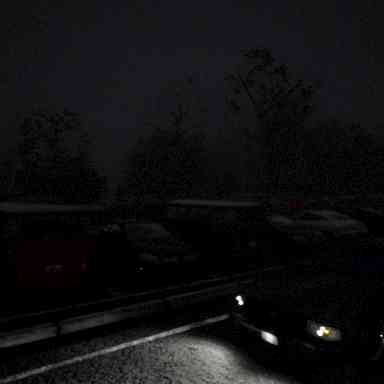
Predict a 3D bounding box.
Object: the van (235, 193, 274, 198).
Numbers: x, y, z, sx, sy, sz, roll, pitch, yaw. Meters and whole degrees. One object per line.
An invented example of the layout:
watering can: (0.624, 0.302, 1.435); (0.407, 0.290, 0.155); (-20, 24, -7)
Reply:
van: (4.836, 1.129, 30.004); (1.878, 1.987, 4.442); (-1, 0, -35)

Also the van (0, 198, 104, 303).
van: (-3.980, 1.249, 8.329); (1.878, 1.987, 4.442); (0, 0, -35)

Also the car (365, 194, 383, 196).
car: (14.517, 1.068, 21.352); (2.435, 2.045, 5.566); (-1, 1, -35)

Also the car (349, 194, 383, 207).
car: (23.328, 1.073, 42.980); (2.097, 1.535, 5.008); (-1, 1, -35)

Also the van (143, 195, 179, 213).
van: (-1.936, 1.235, 24.910); (1.878, 1.987, 4.442); (-1, 1, -35)

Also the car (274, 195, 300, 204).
car: (7.206, 1.321, 31.549); (2.231, 1.521, 4.892); (-1, 1, -35)

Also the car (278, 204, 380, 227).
car: (5.323, 1.500, 14.786); (2.002, 1.452, 4.674); (-1, 1, -35)

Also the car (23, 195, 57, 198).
car: (-9.012, 1.238, 20.001); (2.435, 2.045, 5.566); (0, 0, -35)

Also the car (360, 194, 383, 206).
car: (25.631, 1.037, 44.615); (2.097, 1.535, 5.008); (-1, 1, -35)

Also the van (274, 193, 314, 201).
van: (9.445, 1.058, 33.272); (1.878, 1.987, 4.442); (-1, 1, -35)

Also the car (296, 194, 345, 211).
car: (13.996, 1.090, 36.399); (2.185, 1.767, 4.553); (-1, 1, -35)

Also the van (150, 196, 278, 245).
van: (0.530, 1.274, 11.530); (1.878, 1.987, 4.442); (0, 0, -35)

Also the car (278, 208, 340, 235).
car: (3.008, 1.531, 13.150); (2.002, 1.452, 4.674); (-1, 1, -35)

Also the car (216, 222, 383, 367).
car: (3.191, 1.536, 5.954); (5.357, 1.411, 2.033); (0, 0, -35)

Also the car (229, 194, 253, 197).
car: (2.520, 1.266, 28.178); (2.185, 1.767, 4.553); (-1, 1, -35)

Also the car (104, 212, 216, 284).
car: (-1.611, 1.530, 9.870); (2.002, 1.452, 4.674); (0, 0, -35)

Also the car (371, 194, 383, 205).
car: (27.933, 1.003, 46.250); (2.231, 1.521, 4.892); (-1, 1, -35)

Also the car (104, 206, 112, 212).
car: (-6.714, 1.500, 21.660); (2.097, 1.535, 5.008); (1, 0, -35)

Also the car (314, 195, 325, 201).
car: (11.710, 1.251, 34.744); (2.097, 1.535, 5.008); (-1, 1, -35)

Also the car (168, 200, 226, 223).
car: (0.285, 1.455, 26.670); (2.163, 1.488, 4.792); (-1, 0, -35)

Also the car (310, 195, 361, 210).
car: (16.320, 1.180, 38.005); (2.097, 1.535, 5.008); (-1, 0, -35)

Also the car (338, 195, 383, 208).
car: (21.007, 1.138, 41.374); (2.163, 1.488, 4.792); (-1, 1, -35)

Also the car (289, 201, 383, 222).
car: (7.628, 1.425, 16.419); (2.097, 1.535, 5.008); (-1, 1, -35)

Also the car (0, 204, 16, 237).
car: (-11.315, 1.504, 18.365); (2.163, 1.488, 4.792); (0, 0, -35)

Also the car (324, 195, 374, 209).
car: (18.617, 1.145, 39.647); (2.097, 1.535, 5.008); (-1, 1, -35)

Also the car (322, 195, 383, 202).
car: (9.909, 1.264, 18.084); (2.185, 1.767, 4.553); (-1, 1, -35)
